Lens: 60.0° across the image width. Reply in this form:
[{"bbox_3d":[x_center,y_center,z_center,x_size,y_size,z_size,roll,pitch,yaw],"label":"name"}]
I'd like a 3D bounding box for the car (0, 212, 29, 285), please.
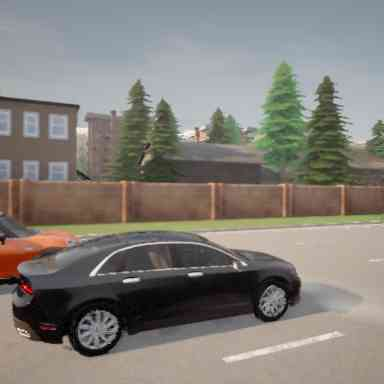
[{"bbox_3d":[-4.748,1.225,7.645,4.553,1.767,2.097,0,1,-24],"label":"car"}]

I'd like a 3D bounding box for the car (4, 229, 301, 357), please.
[{"bbox_3d":[-0.349,1.440,5.793,4.892,1.490,1.837,0,1,-24],"label":"car"}]
